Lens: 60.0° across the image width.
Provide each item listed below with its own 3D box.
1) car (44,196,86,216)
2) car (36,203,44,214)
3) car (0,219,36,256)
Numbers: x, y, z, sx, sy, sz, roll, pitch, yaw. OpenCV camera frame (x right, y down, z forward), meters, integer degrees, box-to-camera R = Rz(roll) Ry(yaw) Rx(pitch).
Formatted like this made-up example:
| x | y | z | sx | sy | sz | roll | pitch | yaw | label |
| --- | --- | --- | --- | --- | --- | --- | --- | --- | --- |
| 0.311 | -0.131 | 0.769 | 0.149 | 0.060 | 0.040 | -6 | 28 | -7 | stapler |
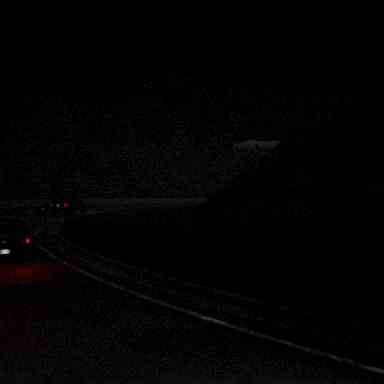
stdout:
| x | y | z | sx | sy | sz | roll | pitch | yaw | label |
| --- | --- | --- | --- | --- | --- | --- | --- | --- | --- |
| -13.294 | 1.455 | 35.918 | 2.150 | 2.045 | 5.566 | 0 | 0 | 2 | car |
| -16.363 | 1.814 | 38.984 | 1.994 | 1.385 | 4.181 | 0 | 0 | 6 | car |
| -7.360 | 1.681 | 12.812 | 1.895 | 1.301 | 4.718 | 0 | 0 | -33 | car |
